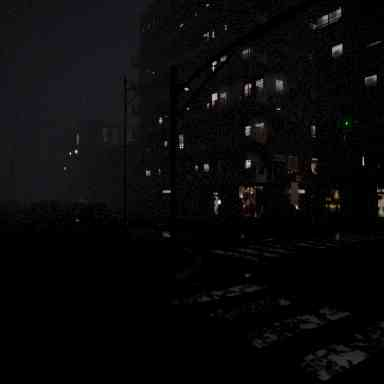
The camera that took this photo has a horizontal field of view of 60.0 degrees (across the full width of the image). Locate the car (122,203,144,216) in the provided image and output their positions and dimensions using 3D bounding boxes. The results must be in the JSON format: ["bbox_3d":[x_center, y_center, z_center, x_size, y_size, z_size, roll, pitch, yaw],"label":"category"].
[{"bbox_3d":[-7.380,2.006,39.793,1.752,1.417,4.829,-1,0,-35],"label":"car"}]

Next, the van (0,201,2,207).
[{"bbox_3d":[-39.543,2.412,71.360,1.690,1.788,3.998,-1,0,-35],"label":"van"}]

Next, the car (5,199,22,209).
[{"bbox_3d":[-33.131,2.366,62.360,1.967,1.590,4.097,-1,0,-35],"label":"car"}]

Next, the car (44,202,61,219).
[{"bbox_3d":[-13.896,2.036,35.359,2.008,1.369,4.403,-1,0,-35],"label":"car"}]

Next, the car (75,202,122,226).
[{"bbox_3d":[-7.488,1.777,26.360,1.967,1.590,4.097,-1,0,-35],"label":"car"}]

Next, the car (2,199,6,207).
[{"bbox_3d":[-36.334,2.543,66.859,1.887,1.381,4.507,-1,0,-35],"label":"car"}]

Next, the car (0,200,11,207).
[{"bbox_3d":[-42.647,2.667,75.721,1.752,1.417,4.829,-1,0,-35],"label":"car"}]

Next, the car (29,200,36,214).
[{"bbox_3d":[-20.309,2.074,44.360,1.967,1.590,4.097,-1,0,-35],"label":"car"}]

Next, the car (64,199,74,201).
[{"bbox_3d":[-23.301,2.161,62.140,2.192,1.841,5.009,-1,0,-35],"label":"car"}]

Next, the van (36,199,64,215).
[{"bbox_3d":[-17.106,1.901,39.860,1.690,1.788,3.998,-1,0,-35],"label":"van"}]

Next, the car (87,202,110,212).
[{"bbox_3d":[-13.687,2.192,48.649,1.947,1.339,4.313,-1,0,-35],"label":"car"}]

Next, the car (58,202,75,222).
[{"bbox_3d":[-10.593,1.934,30.721,1.752,1.417,4.829,-1,0,-35],"label":"car"}]

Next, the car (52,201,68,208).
[{"bbox_3d":[-26.501,2.463,66.637,1.887,1.381,4.507,-1,0,-35],"label":"car"}]

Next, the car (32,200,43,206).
[{"bbox_3d":[-39.313,2.774,84.625,1.947,1.339,4.313,-1,0,-35],"label":"car"}]

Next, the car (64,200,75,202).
[{"bbox_3d":[-13.027,2.035,38.578,1.812,1.442,4.674,0,-1,-35],"label":"car"}]
